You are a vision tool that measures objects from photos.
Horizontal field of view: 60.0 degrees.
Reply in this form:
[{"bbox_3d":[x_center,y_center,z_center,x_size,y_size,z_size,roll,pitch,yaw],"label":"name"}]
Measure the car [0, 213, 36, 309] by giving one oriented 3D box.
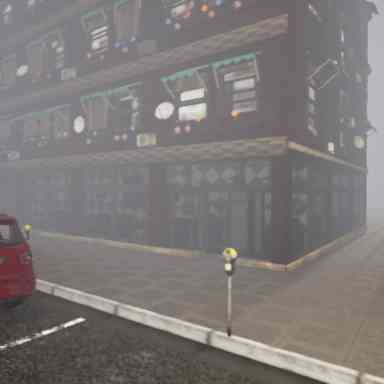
[{"bbox_3d":[-5.071,1.279,6.488,5.009,1.841,2.192,0,0,36],"label":"car"}]
